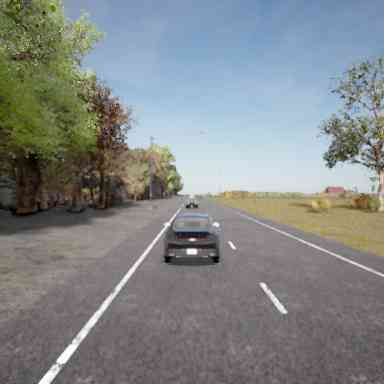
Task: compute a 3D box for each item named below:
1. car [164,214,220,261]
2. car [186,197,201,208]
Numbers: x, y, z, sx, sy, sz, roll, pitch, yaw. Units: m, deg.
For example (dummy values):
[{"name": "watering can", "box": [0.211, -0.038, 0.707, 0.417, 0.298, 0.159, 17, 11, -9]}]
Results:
[{"name": "car", "box": [-0.006, 1.573, 12.508, 1.837, 1.490, 4.892, 0, 0, 0]}, {"name": "car", "box": [-0.017, 1.856, 52.509, 1.895, 1.301, 4.718, 0, 0, 0]}]
